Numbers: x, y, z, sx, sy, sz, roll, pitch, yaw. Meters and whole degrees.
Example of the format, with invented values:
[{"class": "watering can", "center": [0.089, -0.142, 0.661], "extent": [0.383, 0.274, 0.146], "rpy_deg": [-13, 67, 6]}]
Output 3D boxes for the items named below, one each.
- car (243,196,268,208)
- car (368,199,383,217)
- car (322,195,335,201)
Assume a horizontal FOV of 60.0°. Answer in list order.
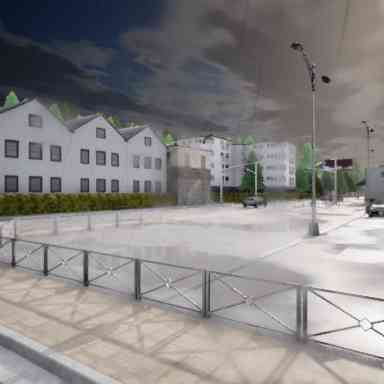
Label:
[{"class": "car", "center": [8.247, 1.293, 43.116], "extent": [2.128, 1.511, 4.902], "rpy_deg": [0, 0, 33]}, {"class": "car", "center": [15.469, 1.297, 26.777], "extent": [2.007, 1.523, 4.514], "rpy_deg": [0, 0, 35]}, {"class": "car", "center": [30.851, 1.354, 75.175], "extent": [1.994, 1.385, 4.181], "rpy_deg": [0, 0, 35]}]
